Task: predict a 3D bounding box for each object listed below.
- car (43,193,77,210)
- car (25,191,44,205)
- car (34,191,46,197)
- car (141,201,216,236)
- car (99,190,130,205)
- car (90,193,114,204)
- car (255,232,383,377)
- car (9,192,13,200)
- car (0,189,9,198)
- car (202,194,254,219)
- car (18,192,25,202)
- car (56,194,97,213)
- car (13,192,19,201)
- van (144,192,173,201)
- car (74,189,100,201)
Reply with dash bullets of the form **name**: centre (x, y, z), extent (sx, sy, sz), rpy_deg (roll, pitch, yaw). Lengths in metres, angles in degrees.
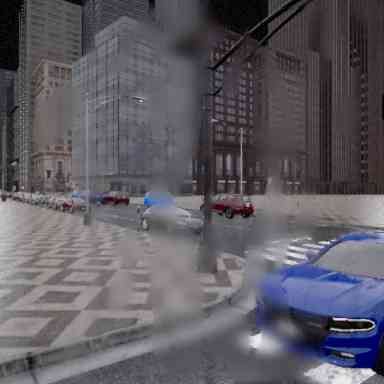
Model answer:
- **car**: centre (-13.759, 1.074, 34.718), extent (2.008, 1.369, 4.403), rpy_deg (1, 0, -35)
- **car**: centre (-20.097, 0.939, 43.609), extent (2.008, 1.369, 4.403), rpy_deg (1, 0, -35)
- **car**: centre (-38.507, 0.494, 84.115), extent (1.887, 1.381, 4.507), rpy_deg (0, 0, -35)
- **car**: centre (-1.083, 1.366, 16.938), extent (2.008, 1.369, 4.403), rpy_deg (1, 0, -35)
- **car**: centre (-9.978, 0.765, 44.105), extent (2.192, 1.841, 5.009), rpy_deg (1, 0, -35)
- **car**: centre (-13.152, 0.934, 48.552), extent (2.008, 1.369, 4.403), rpy_deg (1, 0, -35)
- **car**: centre (3.246, 1.476, 5.690), extent (5.008, 1.535, 1.882), rpy_deg (0, 0, -36)
- **car**: centre (-29.605, 0.747, 56.944), extent (1.887, 1.381, 4.507), rpy_deg (1, 0, -35)
- **car**: centre (-39.113, 0.611, 70.278), extent (1.947, 1.339, 4.313), rpy_deg (1, 0, -35)
- **car**: centre (2.700, 1.049, 26.323), extent (2.192, 1.841, 5.009), rpy_deg (1, 0, -35)
- **car**: centre (-23.267, 0.874, 48.054), extent (2.008, 1.369, 4.403), rpy_deg (1, 0, -35)
- **car**: centre (-10.590, 1.139, 30.273), extent (1.887, 1.381, 4.507), rpy_deg (1, 0, -35)
- **car**: centre (-26.434, 0.702, 52.499), extent (1.967, 1.590, 4.097), rpy_deg (1, 0, -35)
- **van**: centre (-3.640, 0.930, 35.214), extent (1.690, 1.788, 3.998), rpy_deg (1, 0, -35)
- **car**: centre (-13.615, 0.642, 44.756), extent (2.150, 2.045, 5.566), rpy_deg (0, 1, -35)
